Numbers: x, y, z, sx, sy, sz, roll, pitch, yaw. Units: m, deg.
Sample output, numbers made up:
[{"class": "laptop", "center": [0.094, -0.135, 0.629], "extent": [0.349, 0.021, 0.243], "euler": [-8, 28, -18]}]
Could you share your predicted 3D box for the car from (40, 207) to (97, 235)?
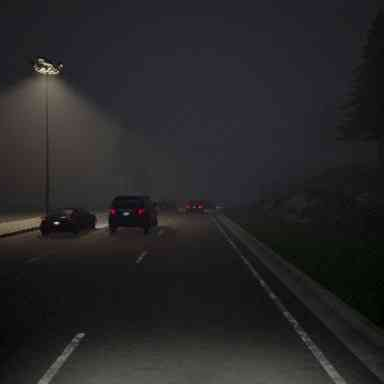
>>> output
[{"class": "car", "center": [-6.901, 1.564, 18.968], "extent": [1.994, 1.385, 4.181], "euler": [0, 0, 0]}]

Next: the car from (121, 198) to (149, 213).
[{"class": "car", "center": [-6.438, 1.478, 38.112], "extent": [1.882, 1.535, 5.008], "euler": [0, 0, 5]}]

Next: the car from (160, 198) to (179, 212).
[{"class": "car", "center": [-2.774, 1.478, 39.284], "extent": [1.882, 1.535, 5.008], "euler": [0, 0, 7]}]

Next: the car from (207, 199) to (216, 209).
[{"class": "car", "center": [1.953, 1.564, 44.546], "extent": [1.994, 1.385, 4.181], "euler": [0, 0, 14]}]

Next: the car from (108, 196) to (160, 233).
[{"class": "car", "center": [-3.401, 1.221, 19.851], "extent": [2.150, 2.045, 5.566], "euler": [0, 0, 0]}]

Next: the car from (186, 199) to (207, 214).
[{"class": "car", "center": [0.332, 1.547, 35.211], "extent": [2.033, 1.411, 5.357], "euler": [0, 0, 3]}]
